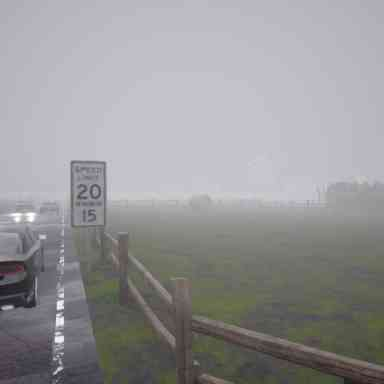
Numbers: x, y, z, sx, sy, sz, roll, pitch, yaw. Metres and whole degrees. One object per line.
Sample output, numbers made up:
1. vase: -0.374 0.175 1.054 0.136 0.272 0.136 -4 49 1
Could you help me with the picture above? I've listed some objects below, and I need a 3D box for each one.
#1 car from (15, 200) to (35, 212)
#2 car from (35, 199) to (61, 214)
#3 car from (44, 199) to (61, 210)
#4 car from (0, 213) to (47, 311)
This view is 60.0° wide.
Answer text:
1. car: -19.627 1.623 39.366 1.895 1.301 4.718 0 0 -21
2. car: -15.153 1.495 35.531 2.128 1.511 4.902 0 0 -21
3. car: -18.948 1.604 45.269 1.895 1.301 4.718 0 0 -21
4. car: -4.444 1.481 7.521 1.882 1.535 5.008 0 0 -21
